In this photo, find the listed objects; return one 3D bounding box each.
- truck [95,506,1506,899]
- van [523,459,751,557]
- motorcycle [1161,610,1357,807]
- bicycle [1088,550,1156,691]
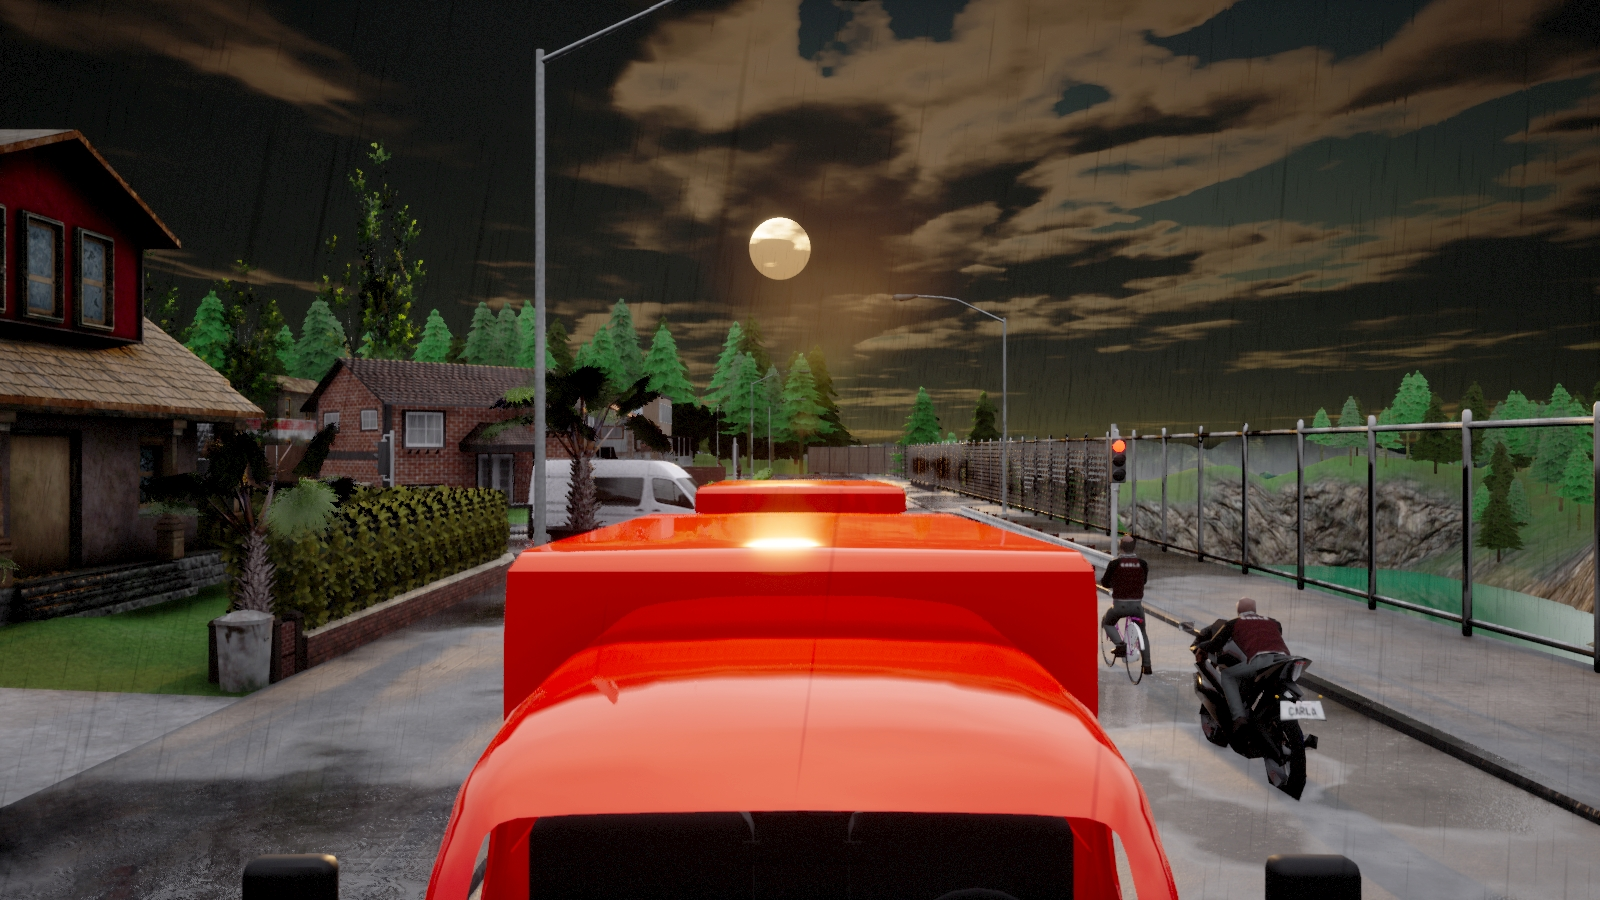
[{"bbox_3d":[-0.001,1.576,4.725,2.627,2.467,5.204,0,0,0],"label":"truck"},{"bbox_3d":[-4.463,1.547,31.652,5.915,2.561,1.988,0,0,10],"label":"van"},{"bbox_3d":[4.000,2.210,10.191,0.867,1.251,2.209,0,0,0],"label":"motorcycle"},{"bbox_3d":[3.986,2.066,14.240,0.329,1.471,1.835,0,0,0],"label":"bicycle"}]
